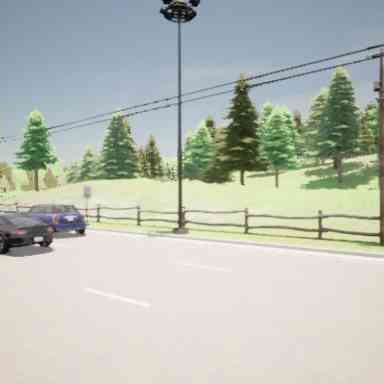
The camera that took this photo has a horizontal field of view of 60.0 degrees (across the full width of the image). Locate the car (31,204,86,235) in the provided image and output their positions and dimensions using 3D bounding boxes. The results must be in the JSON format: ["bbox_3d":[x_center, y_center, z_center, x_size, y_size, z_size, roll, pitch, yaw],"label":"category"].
[{"bbox_3d":[-7.924,1.426,18.235,4.553,1.767,2.097,0,0,35],"label":"car"}]

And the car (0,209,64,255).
[{"bbox_3d":[-7.558,1.587,13.687,4.674,1.442,1.812,0,0,35],"label":"car"}]
